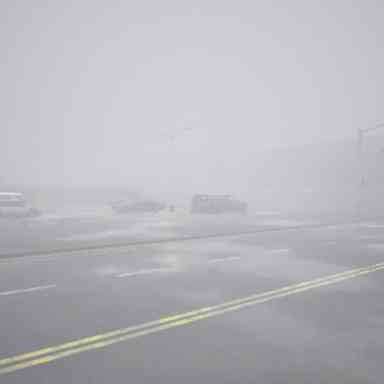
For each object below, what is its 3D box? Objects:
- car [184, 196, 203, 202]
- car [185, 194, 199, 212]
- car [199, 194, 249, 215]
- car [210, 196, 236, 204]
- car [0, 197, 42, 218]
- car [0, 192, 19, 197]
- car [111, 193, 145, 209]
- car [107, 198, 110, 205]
[{"bbox_3d":[0.300,1.620,74.749,1.895,1.301,4.718,0,0,-34],"label":"car"},{"bbox_3d":[1.673,1.169,34.483,3.866,1.878,1.905,0,0,-35],"label":"car"},{"bbox_3d":[3.302,1.166,32.090,4.605,1.855,1.932,0,0,-35],"label":"car"},{"bbox_3d":[6.100,1.572,66.101,2.033,1.411,5.357,0,0,-34],"label":"car"},{"bbox_3d":[-14.143,1.397,26.593,3.806,1.475,1.970,0,0,-35],"label":"car"},{"bbox_3d":[-23.985,1.154,40.328,4.605,1.855,1.932,0,0,-35],"label":"car"},{"bbox_3d":[-9.702,1.168,50.474,3.866,1.878,1.905,0,0,-35],"label":"car"},{"bbox_3d":[-11.367,1.407,52.842,3.806,1.475,1.970,0,0,-35],"label":"car"}]
